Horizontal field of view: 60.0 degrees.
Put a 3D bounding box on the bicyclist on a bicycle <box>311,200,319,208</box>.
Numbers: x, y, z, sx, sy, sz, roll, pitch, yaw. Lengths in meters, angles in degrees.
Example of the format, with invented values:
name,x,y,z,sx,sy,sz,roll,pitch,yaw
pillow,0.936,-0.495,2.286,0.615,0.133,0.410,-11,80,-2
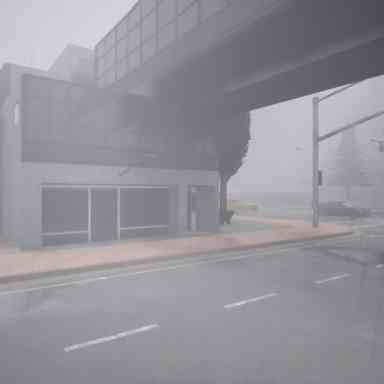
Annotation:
name,x,y,z,sx,sy,sz,roll,pitch,yaw
bicyclist on a bicycle,15.798,1.301,42.754,1.656,1.620,0.582,0,0,-36

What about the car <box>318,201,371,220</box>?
name,x,y,z,sx,sy,sz,roll,pitch,yaw
car,12.734,1.526,28.385,1.812,1.442,4.674,0,0,-37

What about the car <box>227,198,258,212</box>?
name,x,y,z,sx,sy,sz,roll,pitch,yaw
car,5.419,1.478,38.377,1.882,1.535,5.008,0,0,-36
